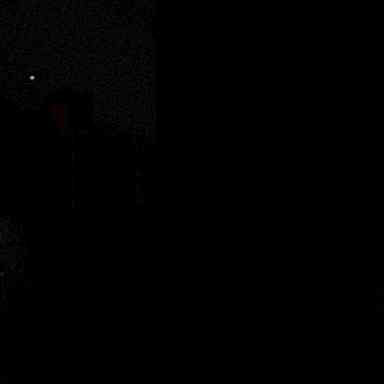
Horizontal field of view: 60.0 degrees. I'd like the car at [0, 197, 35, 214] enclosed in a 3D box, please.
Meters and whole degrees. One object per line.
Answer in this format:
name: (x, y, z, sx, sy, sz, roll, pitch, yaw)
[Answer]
car: (-15.545, 1.177, 27.308, 2.128, 1.511, 4.902, -1, 0, 35)
